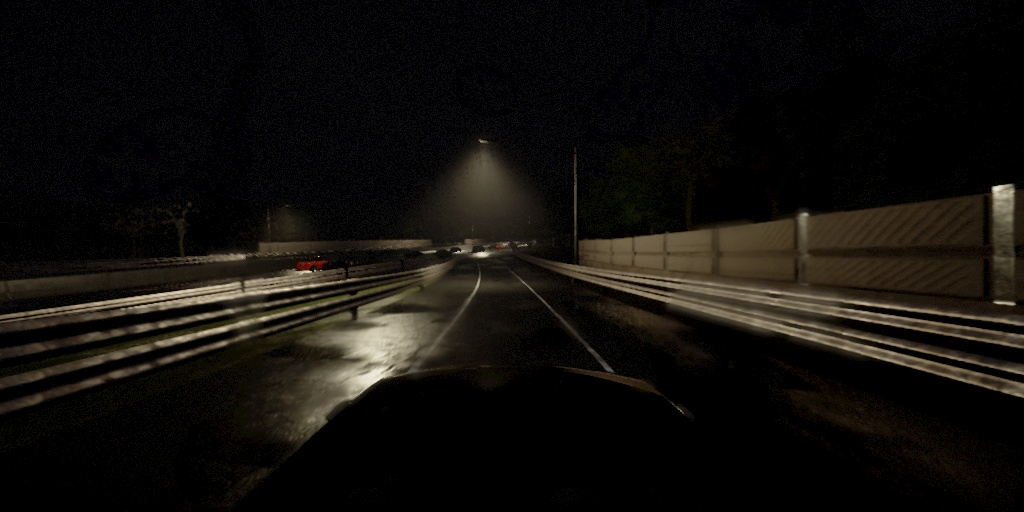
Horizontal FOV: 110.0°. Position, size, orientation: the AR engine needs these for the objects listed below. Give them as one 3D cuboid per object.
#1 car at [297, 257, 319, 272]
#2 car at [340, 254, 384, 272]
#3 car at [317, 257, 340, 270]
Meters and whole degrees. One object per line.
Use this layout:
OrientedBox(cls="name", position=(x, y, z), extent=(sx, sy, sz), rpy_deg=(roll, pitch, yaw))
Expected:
OrientedBox(cls="car", position=(-24.816, 0.924, 45.442), extent=(2.097, 1.767, 4.553), rpy_deg=(0, 3, 12))
OrientedBox(cls="car", position=(-17.960, 0.812, 44.023), extent=(2.150, 2.045, 5.566), rpy_deg=(0, 3, 12))
OrientedBox(cls="car", position=(-21.385, 1.067, 44.754), extent=(1.882, 1.535, 5.008), rpy_deg=(0, 3, 12))
